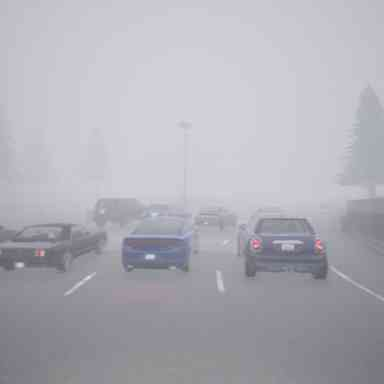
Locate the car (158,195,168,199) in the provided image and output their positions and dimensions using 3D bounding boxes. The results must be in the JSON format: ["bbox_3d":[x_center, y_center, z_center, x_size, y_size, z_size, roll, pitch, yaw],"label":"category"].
[{"bbox_3d":[-6.092,1.522,75.603,1.882,1.535,5.008,0,1,23],"label":"car"}]

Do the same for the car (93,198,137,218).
[{"bbox_3d":[-4.965,1.431,24.407,2.150,2.045,5.566,0,0,20],"label":"car"}]

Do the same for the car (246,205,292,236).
[{"bbox_3d":[4.992,1.679,21.017,2.128,1.511,4.902,0,0,21],"label":"car"}]

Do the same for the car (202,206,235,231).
[{"bbox_3d":[1.707,1.689,22.229,2.128,1.511,4.902,0,0,21],"label":"car"}]

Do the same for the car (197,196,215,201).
[{"bbox_3d":[3.573,1.534,71.499,2.128,1.511,4.902,0,1,23],"label":"car"}]

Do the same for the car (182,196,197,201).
[{"bbox_3d":[0.352,1.561,72.867,2.033,1.411,5.357,0,1,23],"label":"car"}]

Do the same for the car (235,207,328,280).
[{"bbox_3d":[2.596,1.431,10.484,2.097,1.767,4.553,0,-1,5],"label":"car"}]

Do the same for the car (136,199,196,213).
[{"bbox_3d":[-1.652,1.555,23.254,2.097,1.767,4.553,0,-1,21],"label":"car"}]

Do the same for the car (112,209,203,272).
[{"bbox_3d":[-0.844,1.556,11.144,1.882,1.535,5.008,0,0,6],"label":"car"}]

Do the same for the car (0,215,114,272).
[{"bbox_3d":[-4.388,1.672,11.053,1.895,1.301,4.718,0,-1,5],"label":"car"}]

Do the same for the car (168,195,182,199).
[{"bbox_3d":[-2.870,1.533,74.235,1.837,1.490,4.892,0,1,23],"label":"car"}]
